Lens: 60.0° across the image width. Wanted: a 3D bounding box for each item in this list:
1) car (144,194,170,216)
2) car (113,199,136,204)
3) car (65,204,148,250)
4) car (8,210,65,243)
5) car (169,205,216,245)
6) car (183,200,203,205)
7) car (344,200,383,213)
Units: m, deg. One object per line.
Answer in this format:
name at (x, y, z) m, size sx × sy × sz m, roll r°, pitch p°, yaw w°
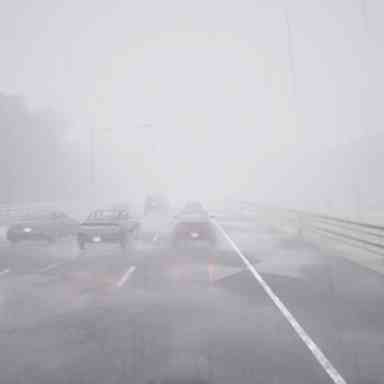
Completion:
car at (-3.405, 1.232, 32.968) m, size 2.150 × 2.045 × 5.566 m, roll 0°, pitch 0°, yaw 0°
car at (-6.903, 1.517, 33.664) m, size 1.837 × 1.490 × 4.892 m, roll 0°, pitch 0°, yaw 0°
car at (-3.405, 1.489, 14.346) m, size 2.128 × 1.511 × 4.902 m, roll 0°, pitch 0°, yaw 0°
car at (-6.905, 1.563, 15.961) m, size 1.994 × 1.385 × 4.181 m, roll 0°, pitch 0°, yaw 0°
car at (0.098, 1.524, 15.466) m, size 1.812 × 1.442 × 4.674 m, roll 0°, pitch 0°, yaw 0°
car at (0.096, 1.503, 33.551) m, size 2.128 × 1.511 × 4.902 m, roll 0°, pitch 0°, yaw 0°
car at (20.321, 1.691, 39.552) m, size 1.812 × 1.442 × 4.674 m, roll 0°, pitch 0°, yaw -19°
